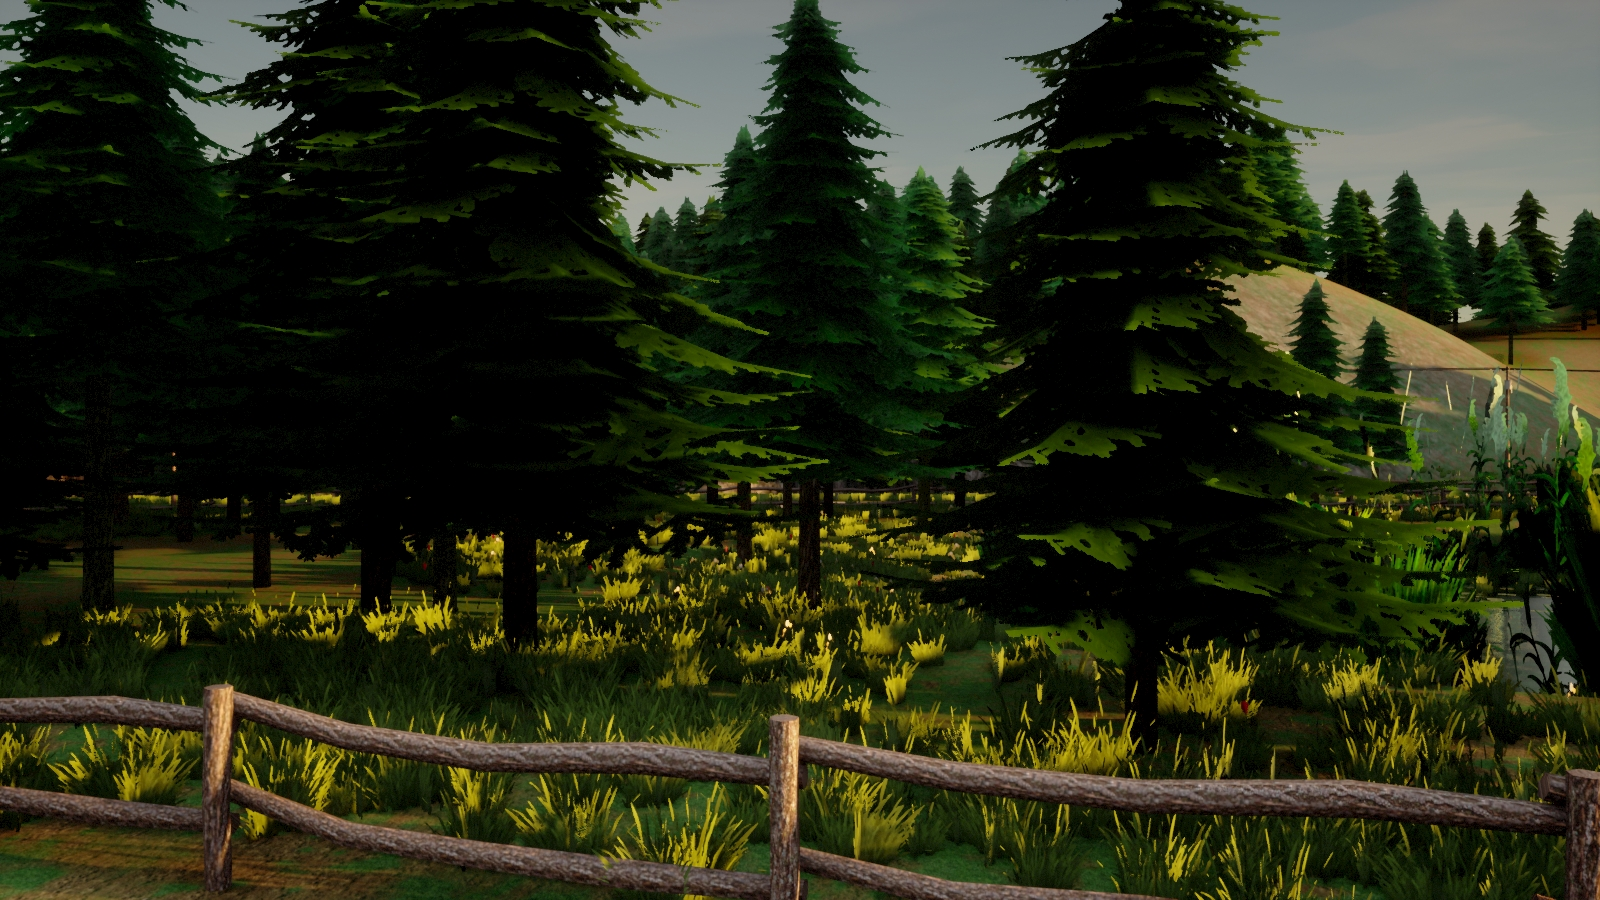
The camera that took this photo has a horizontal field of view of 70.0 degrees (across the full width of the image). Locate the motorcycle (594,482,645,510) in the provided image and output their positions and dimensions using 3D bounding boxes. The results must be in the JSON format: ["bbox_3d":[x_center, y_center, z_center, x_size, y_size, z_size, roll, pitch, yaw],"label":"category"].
[{"bbox_3d":[-8.531,2.178,54.107,2.209,1.251,0.867,0,0,14],"label":"motorcycle"}]
